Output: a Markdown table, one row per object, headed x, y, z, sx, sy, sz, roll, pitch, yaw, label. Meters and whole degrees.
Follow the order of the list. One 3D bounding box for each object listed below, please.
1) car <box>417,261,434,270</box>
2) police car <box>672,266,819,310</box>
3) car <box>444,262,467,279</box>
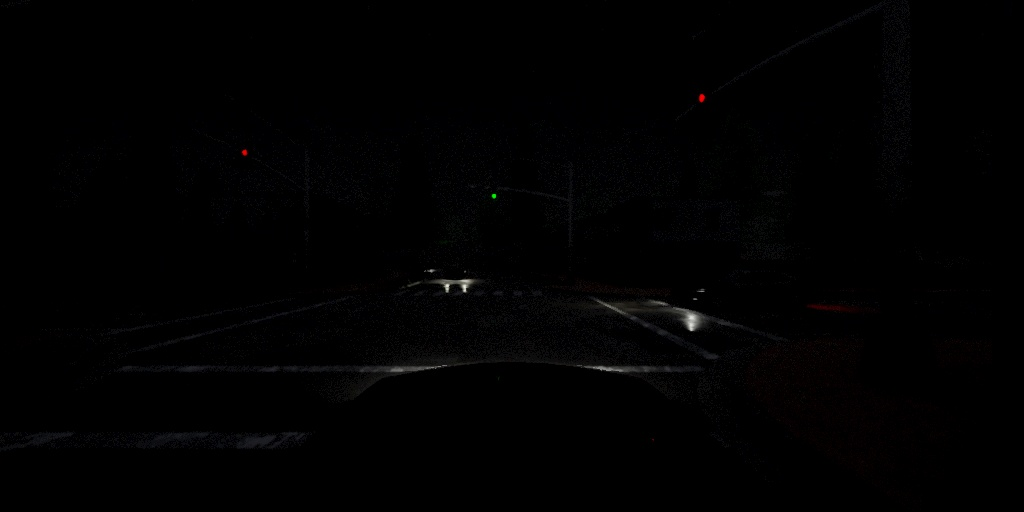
| x | y | z | sx | sy | sz | roll | pitch | yaw | label |
| --- | --- | --- | --- | --- | --- | --- | --- | --- | --- |
| -14.186 | 1.490 | 57.337 | 2.033 | 1.411 | 5.357 | 0 | 0 | -30 | car |
| 9.257 | 1.213 | 14.455 | 5.238 | 1.638 | 1.930 | 0 | 0 | 2 | police car |
| -5.287 | 1.324 | 33.647 | 1.882 | 1.535 | 5.008 | 0 | 0 | -10 | car |
